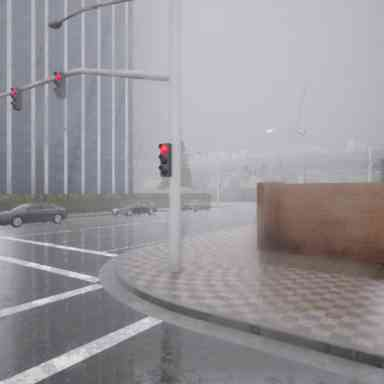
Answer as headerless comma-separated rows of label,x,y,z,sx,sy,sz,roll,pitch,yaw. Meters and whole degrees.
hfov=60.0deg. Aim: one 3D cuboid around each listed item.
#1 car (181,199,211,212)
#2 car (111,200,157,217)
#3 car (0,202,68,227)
car,0.465,1.562,39.084,1.994,1.385,4.181,0,0,35
car,-5.313,1.489,30.980,2.128,1.511,4.902,0,0,35
car,-11.024,1.503,22.952,1.837,1.490,4.892,0,0,35
